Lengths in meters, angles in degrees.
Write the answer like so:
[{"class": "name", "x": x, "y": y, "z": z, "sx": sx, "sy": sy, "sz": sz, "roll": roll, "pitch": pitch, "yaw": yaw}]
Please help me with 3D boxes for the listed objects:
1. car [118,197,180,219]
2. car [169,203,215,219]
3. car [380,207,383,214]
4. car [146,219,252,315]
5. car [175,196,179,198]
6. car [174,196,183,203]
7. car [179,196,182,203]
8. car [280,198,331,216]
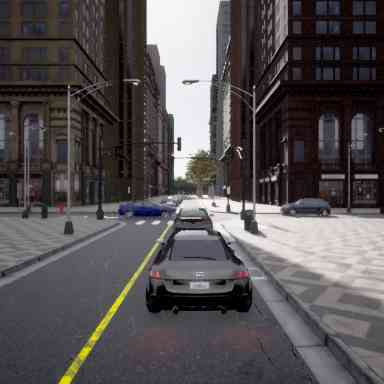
[{"class": "car", "x": -3.825, "y": 1.474, "z": 28.849, "sx": 5.008, "sy": 1.535, "sz": 1.882, "roll": 0, "pitch": 0, "yaw": 0}, {"class": "car", "x": 0.055, "y": 1.505, "z": 16.593, "sx": 1.837, "sy": 1.490, "sz": 4.892, "roll": 0, "pitch": 0, "yaw": 0}, {"class": "car", "x": 20.508, "y": 1.630, "z": 32.048, "sx": 4.181, "sy": 1.385, "sz": 1.994, "roll": 0, "pitch": 0, "yaw": 0}, {"class": "car", "x": 0.105, "y": 1.564, "z": 7.686, "sx": 1.994, "sy": 1.385, "sz": 4.181, "roll": 0, "pitch": 0, "yaw": -1}, {"class": "car", "x": -3.105, "y": 1.548, "z": 43.049, "sx": 2.033, "sy": 1.411, "sz": 5.357, "roll": 0, "pitch": 0, "yaw": 0}, {"class": "car", "x": -3.024, "y": 1.551, "z": 73.457, "sx": 1.812, "sy": 1.442, "sz": 4.674, "roll": 0, "pitch": 0, "yaw": 0}, {"class": "car", "x": -3.108, "y": 1.495, "z": 52.810, "sx": 2.128, "sy": 1.511, "sz": 4.902, "roll": 0, "pitch": 0, "yaw": 0}, {"class": "car", "x": 10.852, "y": 1.389, "z": 32.082, "sx": 4.553, "sy": 1.767, "sz": 2.097, "roll": 0, "pitch": 0, "yaw": 1}]
